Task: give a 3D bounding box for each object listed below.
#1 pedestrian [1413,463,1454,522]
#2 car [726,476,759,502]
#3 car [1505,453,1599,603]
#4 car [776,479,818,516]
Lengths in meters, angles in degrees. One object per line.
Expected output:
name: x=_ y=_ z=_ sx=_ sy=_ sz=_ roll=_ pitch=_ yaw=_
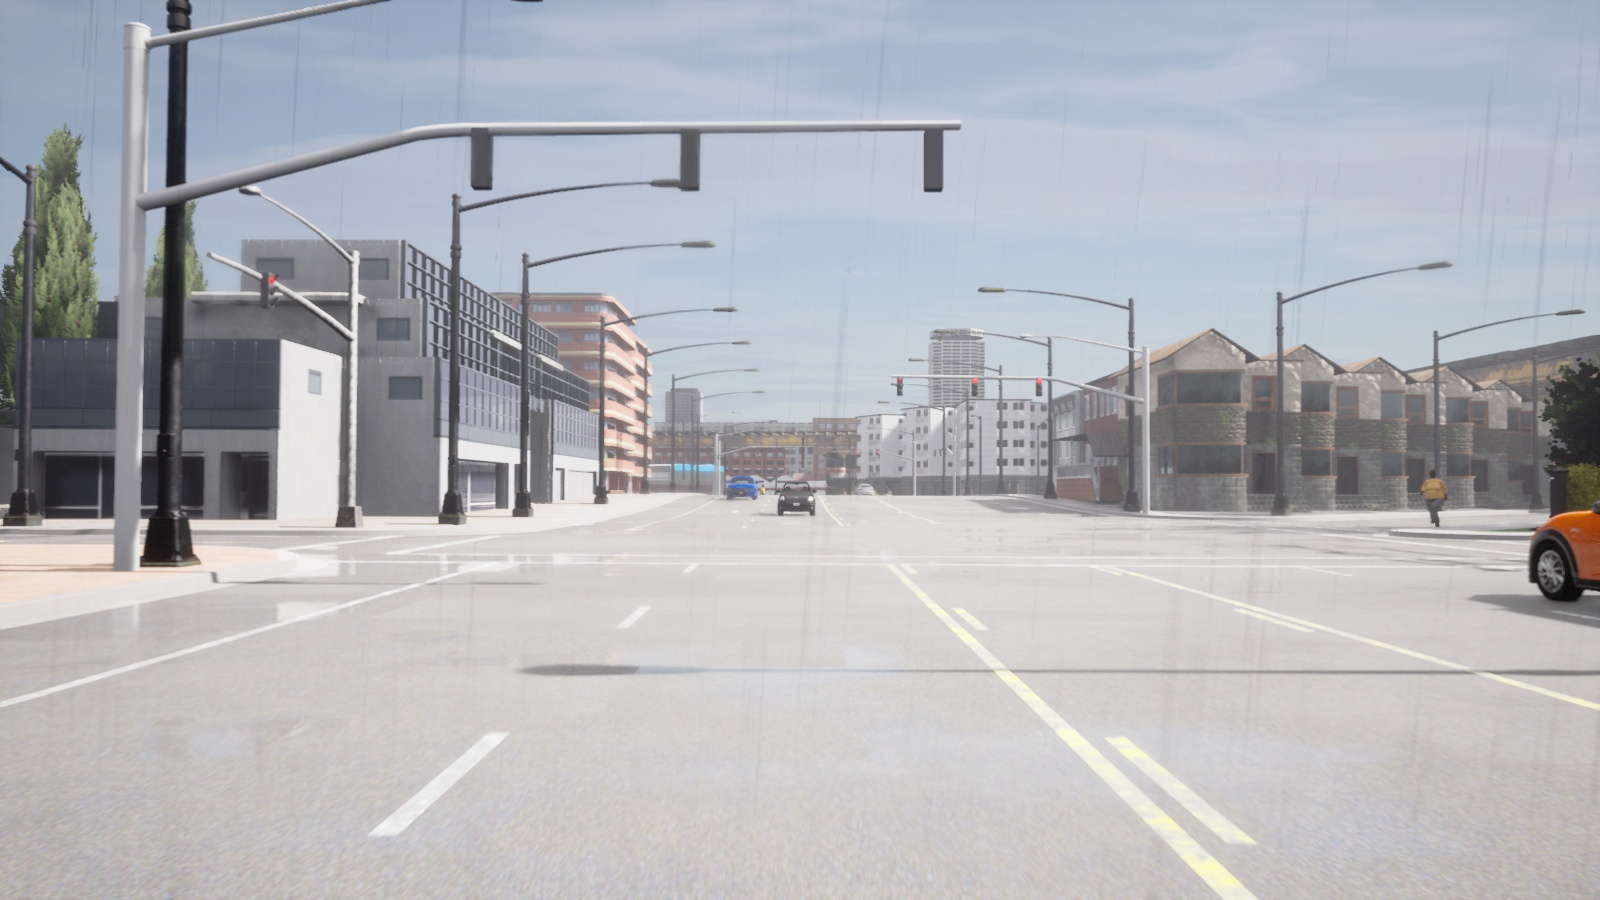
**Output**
pedestrian: x=20.207 y=1.365 z=40.052 sx=0.900 sy=1.855 sz=0.874 roll=1 pitch=-2 yaw=-43
car: x=-3.692 y=2.473 z=81.254 sx=1.882 sy=1.535 sz=5.008 roll=0 pitch=0 yaw=0
car: x=10.465 y=0.904 z=14.461 sx=2.097 sy=1.767 sz=4.553 roll=0 pitch=-1 yaw=0
car: x=-0.136 y=2.161 z=57.623 sx=1.851 sy=1.617 sz=3.988 roll=0 pitch=-1 yaw=0
